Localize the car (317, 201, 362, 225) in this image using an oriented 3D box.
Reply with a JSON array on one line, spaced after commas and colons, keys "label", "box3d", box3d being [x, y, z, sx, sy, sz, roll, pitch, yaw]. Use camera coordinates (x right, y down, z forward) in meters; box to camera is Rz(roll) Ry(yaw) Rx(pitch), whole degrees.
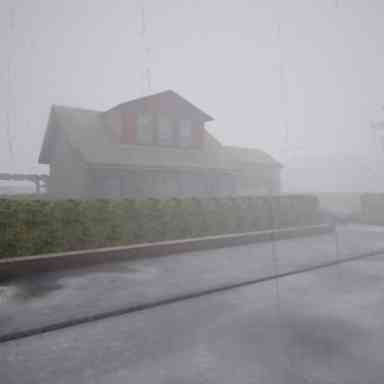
[{"label": "car", "box3d": [7.593, 1.244, 20.821, 2.033, 1.415, 5.357, 0, 0, -33]}]
